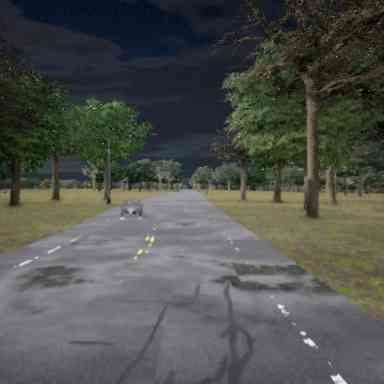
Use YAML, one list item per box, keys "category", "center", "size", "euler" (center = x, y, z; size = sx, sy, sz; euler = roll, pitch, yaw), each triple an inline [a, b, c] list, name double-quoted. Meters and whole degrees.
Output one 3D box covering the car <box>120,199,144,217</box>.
- category: "car"
  center: [-5.462, 1.401, 30.582]
  size: [2.128, 1.511, 4.902]
  euler: [0, 0, -7]
